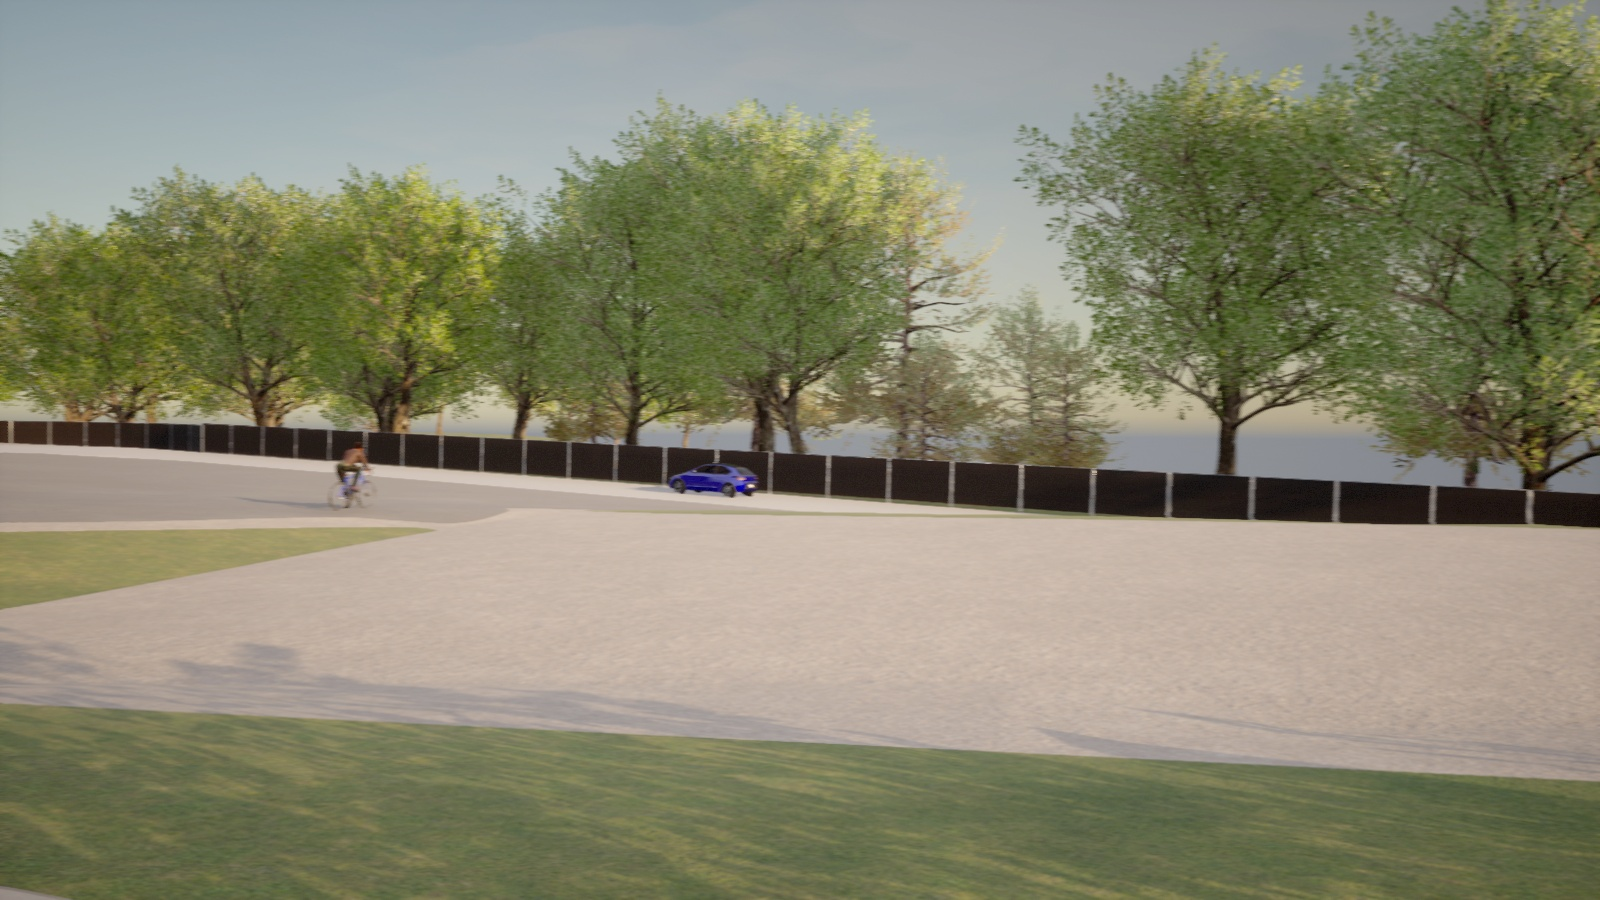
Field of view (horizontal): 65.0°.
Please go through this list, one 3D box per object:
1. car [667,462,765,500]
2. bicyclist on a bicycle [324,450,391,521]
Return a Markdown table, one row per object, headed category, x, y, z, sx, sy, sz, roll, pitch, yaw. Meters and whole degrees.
| category | x | y | z | sx | sy | sz | roll | pitch | yaw |
| --- | --- | --- | --- | --- | --- | --- | --- | --- | --- |
| car | -3.865 | 1.398 | 57.564 | 4.193 | 1.474 | 1.816 | 2 | 2 | 30 |
| bicyclist on a bicycle | -10.607 | 0.826 | 30.146 | 0.582 | 1.620 | 1.656 | 1 | 1 | 20 |
